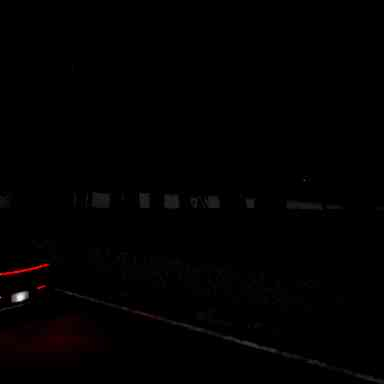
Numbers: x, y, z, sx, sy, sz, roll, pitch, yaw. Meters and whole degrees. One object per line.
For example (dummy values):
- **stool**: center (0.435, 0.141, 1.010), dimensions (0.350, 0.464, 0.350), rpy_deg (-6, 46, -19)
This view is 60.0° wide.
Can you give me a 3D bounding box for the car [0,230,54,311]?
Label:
- **car**: center (-4.934, 1.561, 7.170), dimensions (4.892, 1.490, 1.837), rpy_deg (0, 0, 36)
